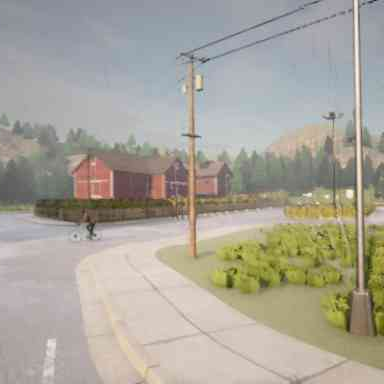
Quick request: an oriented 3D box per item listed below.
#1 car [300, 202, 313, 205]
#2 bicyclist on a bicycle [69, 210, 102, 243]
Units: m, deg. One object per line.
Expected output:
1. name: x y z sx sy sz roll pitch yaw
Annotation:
1. car: 21.325 2.522 62.071 1.882 1.535 5.008 -1 -1 30
2. bicyclist on a bicycle: -5.401 1.762 16.874 1.656 1.620 0.582 0 -1 -27
